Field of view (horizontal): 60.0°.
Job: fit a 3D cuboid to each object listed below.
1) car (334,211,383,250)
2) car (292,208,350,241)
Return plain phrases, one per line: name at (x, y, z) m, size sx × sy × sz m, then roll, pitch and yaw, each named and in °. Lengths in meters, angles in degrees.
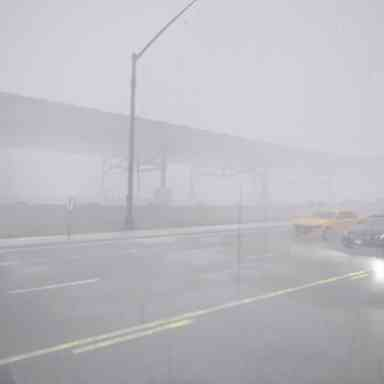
car at (8.352, 1.683, 14.236) m, size 4.674 × 1.442 × 1.812 m, roll 1°, pitch 0°, yaw -35°
car at (7.497, 1.650, 17.919) m, size 5.008 × 1.535 × 1.882 m, roll 1°, pitch 0°, yaw -35°
